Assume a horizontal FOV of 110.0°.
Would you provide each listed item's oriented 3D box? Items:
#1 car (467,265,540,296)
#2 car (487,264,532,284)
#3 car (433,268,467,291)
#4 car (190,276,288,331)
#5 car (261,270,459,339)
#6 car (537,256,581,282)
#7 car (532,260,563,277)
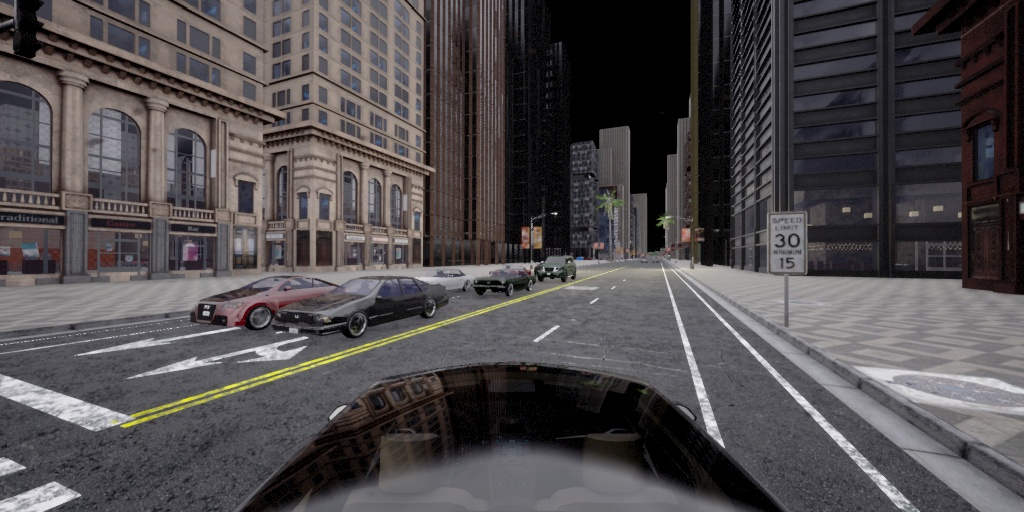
[{"bbox_3d":[-0.287,1.357,19.444,1.895,1.301,4.718,0,0,23],"label":"car"},{"bbox_3d":[-0.081,1.364,28.490,1.895,1.301,4.718,0,0,23],"label":"car"},{"bbox_3d":[-3.871,1.356,19.278,1.895,1.301,4.718,0,0,22],"label":"car"},{"bbox_3d":[-7.198,1.315,11.173,1.994,1.385,4.181,0,0,23],"label":"car"},{"bbox_3d":[-3.934,1.299,10.576,2.033,1.411,5.357,0,0,22],"label":"car"},{"bbox_3d":[3.785,0.986,29.336,2.150,2.045,5.566,0,0,22],"label":"car"},{"bbox_3d":[3.836,1.250,37.915,1.882,1.535,5.008,0,0,23],"label":"car"}]
